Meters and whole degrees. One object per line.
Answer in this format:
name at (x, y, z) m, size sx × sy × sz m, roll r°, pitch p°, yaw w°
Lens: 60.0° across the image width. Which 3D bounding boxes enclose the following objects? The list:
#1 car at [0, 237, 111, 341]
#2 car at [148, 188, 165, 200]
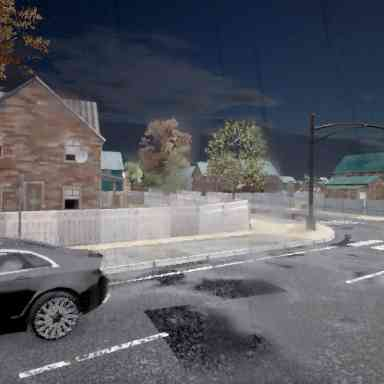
car at (-3.687, 1.491, 4.912) m, size 4.902 × 1.511 × 2.128 m, roll 0°, pitch 0°, yaw -36°
car at (-6.665, 0.335, 61.598) m, size 2.150 × 2.045 × 5.566 m, roll 1°, pitch 1°, yaw -21°
